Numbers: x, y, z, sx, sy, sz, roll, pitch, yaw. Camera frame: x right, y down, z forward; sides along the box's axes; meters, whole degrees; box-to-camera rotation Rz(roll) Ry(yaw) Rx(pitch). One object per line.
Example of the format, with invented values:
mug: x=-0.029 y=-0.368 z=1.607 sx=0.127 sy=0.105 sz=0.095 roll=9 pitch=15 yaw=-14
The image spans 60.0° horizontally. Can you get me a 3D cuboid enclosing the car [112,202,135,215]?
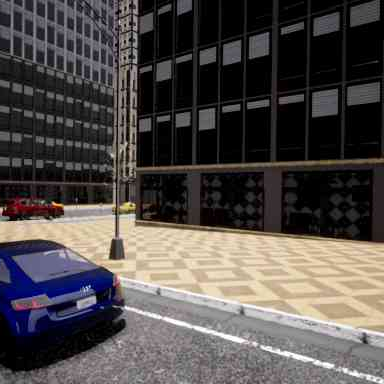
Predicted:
car: x=-7.013 y=1.830 z=38.383 sx=1.752 sy=1.417 sz=4.829 roll=1 pitch=0 yaw=36

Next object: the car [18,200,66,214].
car: x=-17.308 y=1.643 z=38.510 sx=1.752 sy=1.417 sz=4.829 roll=1 pitch=0 yaw=36

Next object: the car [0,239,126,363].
car: x=-3.181 y=1.561 z=5.935 sx=4.181 sy=1.385 sz=1.994 roll=0 pitch=0 yaw=34

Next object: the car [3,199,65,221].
car: x=-13.778 y=1.520 z=29.147 sx=2.192 sy=1.841 sz=5.009 roll=1 pitch=0 yaw=36
